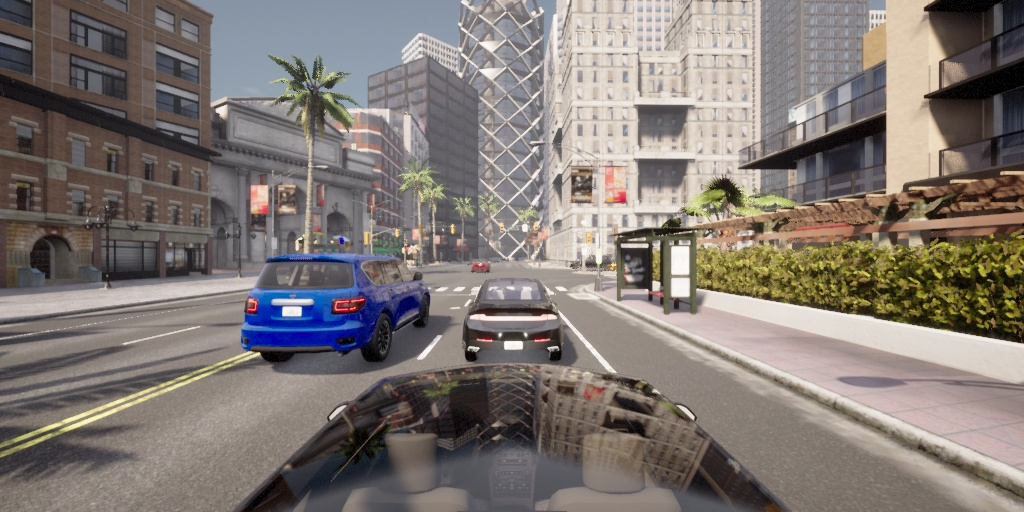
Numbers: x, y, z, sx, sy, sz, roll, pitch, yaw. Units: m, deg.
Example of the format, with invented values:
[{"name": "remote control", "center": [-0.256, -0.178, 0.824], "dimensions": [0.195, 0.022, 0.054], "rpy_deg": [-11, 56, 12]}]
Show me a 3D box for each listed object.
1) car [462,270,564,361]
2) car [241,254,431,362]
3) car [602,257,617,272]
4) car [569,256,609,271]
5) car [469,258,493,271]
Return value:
[{"name": "car", "center": [0.015, 1.241, 8.266], "dimensions": [2.128, 1.511, 4.902], "rpy_deg": [0, 0, 0]}, {"name": "car", "center": [-3.487, 0.971, 8.353], "dimensions": [2.150, 2.045, 5.566], "rpy_deg": [0, 0, 0]}, {"name": "car", "center": [14.351, 1.226, 44.732], "dimensions": [5.008, 1.535, 1.882], "rpy_deg": [0, 0, -1]}, {"name": "car", "center": [10.593, 0.971, 48.566], "dimensions": [5.566, 2.045, 2.150], "rpy_deg": [0, 0, 6]}, {"name": "car", "center": [-3.837, 1.101, 44.853], "dimensions": [2.097, 1.767, 4.553], "rpy_deg": [0, 0, -1]}]
